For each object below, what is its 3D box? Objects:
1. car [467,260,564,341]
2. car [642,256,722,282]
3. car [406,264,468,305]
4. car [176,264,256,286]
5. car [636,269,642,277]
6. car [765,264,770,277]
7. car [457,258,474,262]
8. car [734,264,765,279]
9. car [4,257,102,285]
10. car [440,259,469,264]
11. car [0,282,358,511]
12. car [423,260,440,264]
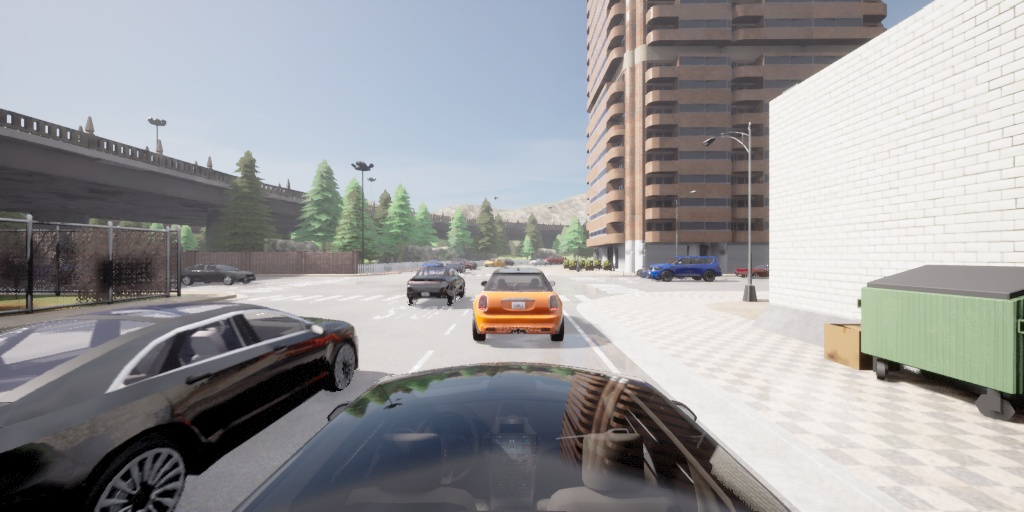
[{"bbox_3d":[0.167,1.102,10.004,2.097,1.767,4.553,0,0,1],"label":"car"},{"bbox_3d":[13.926,1.027,29.065,5.566,2.045,2.150,0,0,1],"label":"car"},{"bbox_3d":[-3.261,1.267,16.070,2.128,1.511,4.902,0,-1,1],"label":"car"},{"bbox_3d":[-21.193,1.310,25.788,4.892,1.490,1.837,0,0,1],"label":"car"},{"bbox_3d":[13.529,1.369,32.586,4.181,1.385,1.994,0,0,-1],"label":"car"},{"bbox_3d":[23.604,1.332,28.936,4.674,1.442,1.812,0,0,1],"label":"car"},{"bbox_3d":[-6.227,1.351,50.413,1.895,1.301,4.718,0,0,5],"label":"car"},{"bbox_3d":[22.875,1.406,32.455,4.718,1.301,1.895,0,0,1],"label":"car"},{"bbox_3d":[-32.923,1.025,25.929,5.566,2.045,2.150,0,0,1],"label":"car"},{"bbox_3d":[-6.587,1.314,41.659,1.994,1.385,4.181,0,0,2],"label":"car"},{"bbox_3d":[-3.383,1.242,3.829,2.128,1.511,4.902,0,0,1],"label":"car"},{"bbox_3d":[-9.937,1.228,44.844,1.882,1.535,5.008,0,0,3],"label":"car"}]
